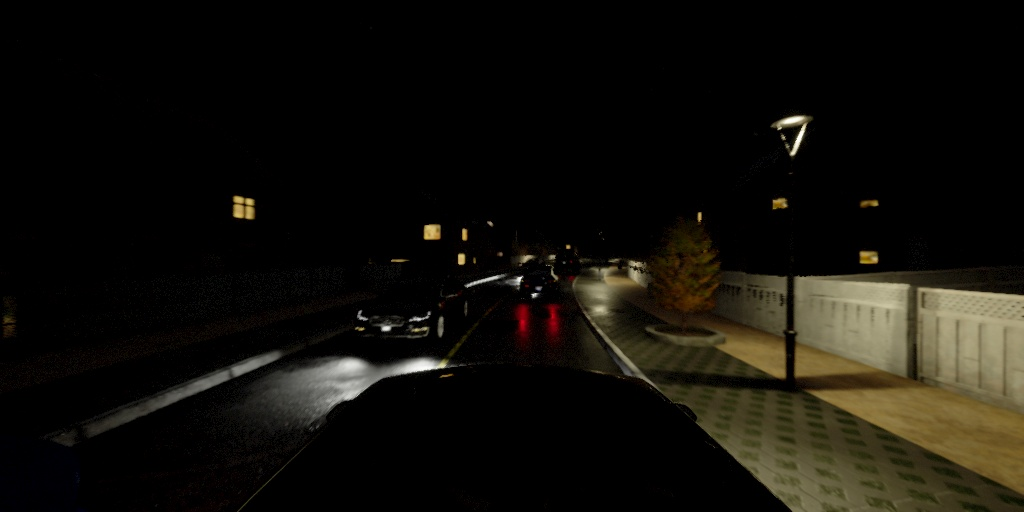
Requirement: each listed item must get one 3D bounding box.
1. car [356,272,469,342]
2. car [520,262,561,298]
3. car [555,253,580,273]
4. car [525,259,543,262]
[{"bbox_3d":[-2.421,1.240,9.839,1.837,1.490,4.892,0,0,4],"label":"car"},{"bbox_3d":[1.472,1.237,18.245,1.812,1.442,4.674,0,1,8],"label":"car"},{"bbox_3d":[5.898,0.717,38.000,2.150,2.045,5.566,0,1,16],"label":"car"},{"bbox_3d":[2.132,1.022,35.620,2.128,1.511,4.902,0,1,16],"label":"car"}]
